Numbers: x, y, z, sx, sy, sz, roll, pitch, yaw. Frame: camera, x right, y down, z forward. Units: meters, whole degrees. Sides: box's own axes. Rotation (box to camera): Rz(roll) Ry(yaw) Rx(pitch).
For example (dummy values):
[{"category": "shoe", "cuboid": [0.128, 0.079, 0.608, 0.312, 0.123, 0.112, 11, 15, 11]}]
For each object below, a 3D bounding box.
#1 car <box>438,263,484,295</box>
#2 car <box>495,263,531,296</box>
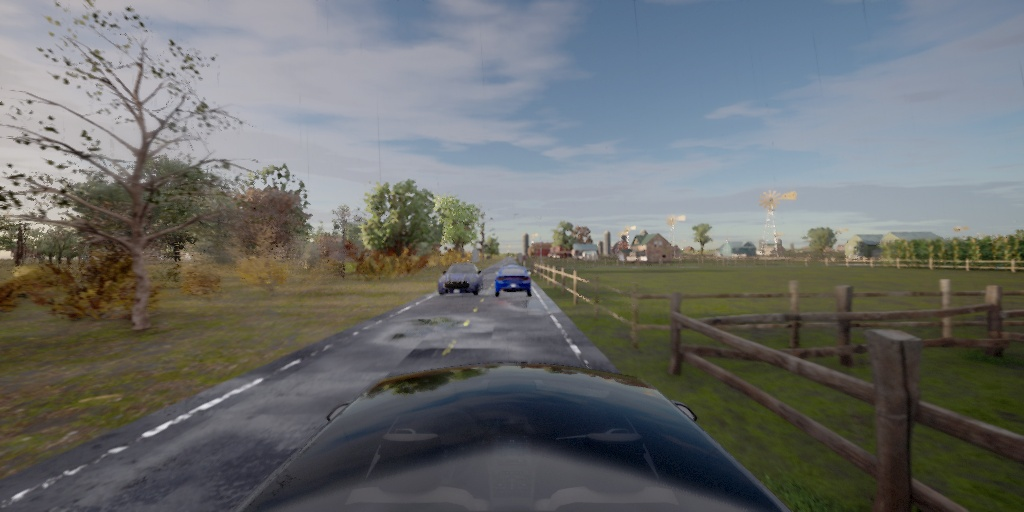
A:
[{"category": "car", "cuboid": [-2.781, 1.193, 20.251, 2.097, 1.767, 4.553, 0, 0, 0]}, {"category": "car", "cuboid": [0.064, 1.308, 20.243, 1.882, 1.535, 5.008, 0, 0, 0]}]
